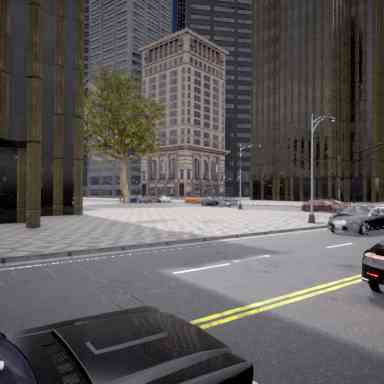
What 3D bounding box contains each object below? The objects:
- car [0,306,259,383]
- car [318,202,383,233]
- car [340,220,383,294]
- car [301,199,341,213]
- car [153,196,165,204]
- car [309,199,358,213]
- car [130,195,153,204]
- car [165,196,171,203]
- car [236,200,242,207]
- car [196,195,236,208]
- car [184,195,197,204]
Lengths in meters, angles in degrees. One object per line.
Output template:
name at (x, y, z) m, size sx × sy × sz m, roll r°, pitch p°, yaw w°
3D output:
car at (-1.733, 1.601, 2.205) m, size 4.718 × 1.301 × 1.895 m, roll 0°, pitch 0°, yaw -36°
car at (9.485, 1.491, 18.342) m, size 4.902 × 1.511 × 2.128 m, roll 0°, pitch 0°, yaw -35°
car at (5.787, 1.492, 7.567) m, size 4.902 × 1.511 × 2.128 m, roll 0°, pitch 0°, yaw -35°
car at (13.496, 1.477, 34.255) m, size 1.812 × 1.442 × 4.674 m, roll 1°, pitch -1°, yaw -35°
car at (-7.708, 1.566, 64.127) m, size 1.994 × 1.385 × 4.181 m, roll 1°, pitch -1°, yaw -44°
car at (15.633, 1.511, 36.965) m, size 1.812 × 1.442 × 4.674 m, roll 1°, pitch 0°, yaw -39°
car at (-9.912, 1.298, 61.726) m, size 2.097 × 1.767 × 4.553 m, roll 1°, pitch 0°, yaw -44°
car at (-6.412, 1.568, 72.112) m, size 1.812 × 1.442 × 4.674 m, roll 1°, pitch -1°, yaw -45°
car at (5.320, 1.474, 49.559) m, size 2.128 × 1.511 × 4.902 m, roll 1°, pitch 0°, yaw -41°
car at (3.347, 1.443, 46.860) m, size 2.128 × 1.511 × 4.902 m, roll 1°, pitch -1°, yaw -41°
car at (0.548, 1.397, 64.926) m, size 2.097 × 1.767 × 4.553 m, roll 1°, pitch -1°, yaw -43°
